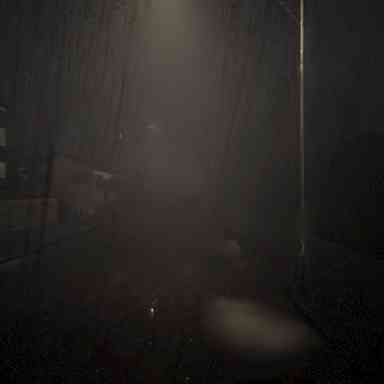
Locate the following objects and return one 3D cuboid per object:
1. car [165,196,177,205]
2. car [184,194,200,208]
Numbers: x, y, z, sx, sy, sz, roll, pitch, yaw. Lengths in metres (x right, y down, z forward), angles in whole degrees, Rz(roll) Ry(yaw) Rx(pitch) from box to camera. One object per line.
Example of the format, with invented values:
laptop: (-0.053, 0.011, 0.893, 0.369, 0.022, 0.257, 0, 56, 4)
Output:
car: (-3.971, 1.652, 64.016, 2.097, 1.767, 4.553, 0, 0, 0)
car: (0.025, 1.515, 51.248, 2.150, 2.045, 5.566, 0, -1, 0)
